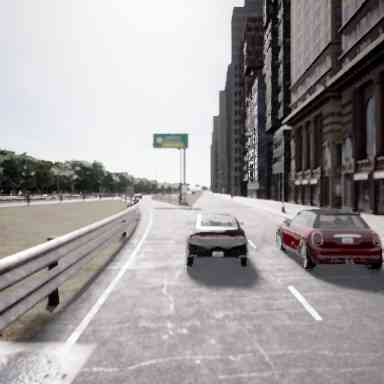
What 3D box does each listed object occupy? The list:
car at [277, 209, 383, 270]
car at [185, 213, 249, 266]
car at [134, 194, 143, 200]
[{"bbox_3d":[4.281,1.323,11.098,2.097,1.767,4.553,0,0,2],"label":"car"},{"bbox_3d":[0.798,1.464,11.472,2.128,1.511,4.902,0,0,2],"label":"car"},{"bbox_3d":[-12.844,1.126,79.907,2.128,1.511,4.902,0,0,-13],"label":"car"}]
